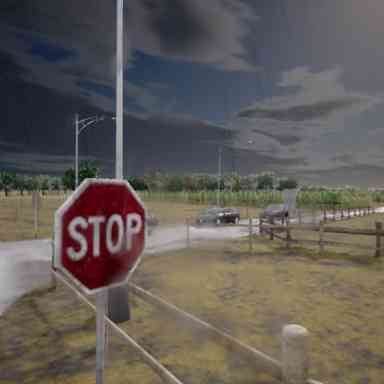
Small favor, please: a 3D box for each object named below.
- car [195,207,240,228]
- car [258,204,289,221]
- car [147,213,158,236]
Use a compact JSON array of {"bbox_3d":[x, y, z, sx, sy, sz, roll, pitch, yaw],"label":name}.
[{"bbox_3d":[2.132,1.961,26.771,1.837,1.490,4.892,1,-1,36],"label":"car"},{"bbox_3d":[8.955,2.085,36.062,2.097,1.767,4.553,1,-1,36],"label":"car"},{"bbox_3d":[-3.932,1.724,18.408,2.128,1.511,4.902,1,0,35],"label":"car"}]
